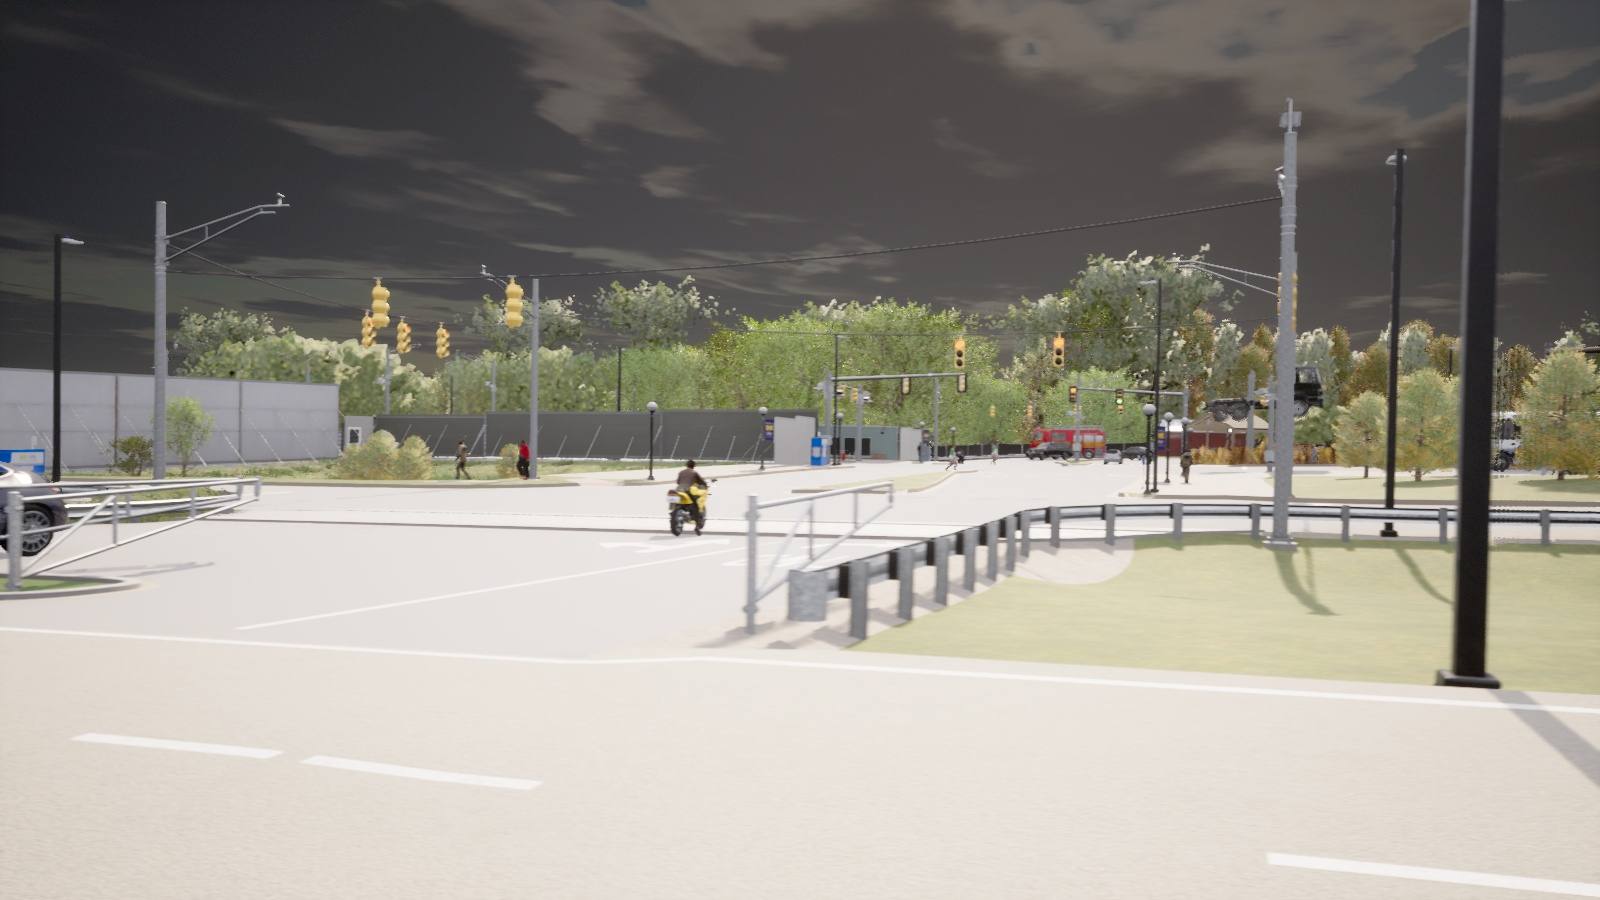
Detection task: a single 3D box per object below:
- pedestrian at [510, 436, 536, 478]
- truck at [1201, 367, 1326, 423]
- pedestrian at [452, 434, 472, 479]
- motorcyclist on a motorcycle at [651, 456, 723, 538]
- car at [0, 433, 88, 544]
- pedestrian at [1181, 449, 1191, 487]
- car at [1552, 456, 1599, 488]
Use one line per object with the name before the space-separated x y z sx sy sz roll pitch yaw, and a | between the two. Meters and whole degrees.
pedestrian | -12.256 0.306 55.522 0.899 1.844 0.634 0 2 -39
truck | 32.285 -3.851 87.781 7.936 3.462 2.891 -2 3 16
pedestrian | -14.767 0.279 54.890 0.692 1.930 0.396 2 1 7
motorcyclist on a motorcycle | -2.319 0.945 26.016 0.797 1.523 2.044 1 3 16
car | -13.272 0.559 18.178 2.152 1.651 5.027 0 -1 17
pedestrian | 20.060 0.940 65.261 0.396 1.930 0.692 2 1 19
car | 47.749 1.334 75.321 2.097 1.767 4.553 1 1 -7
